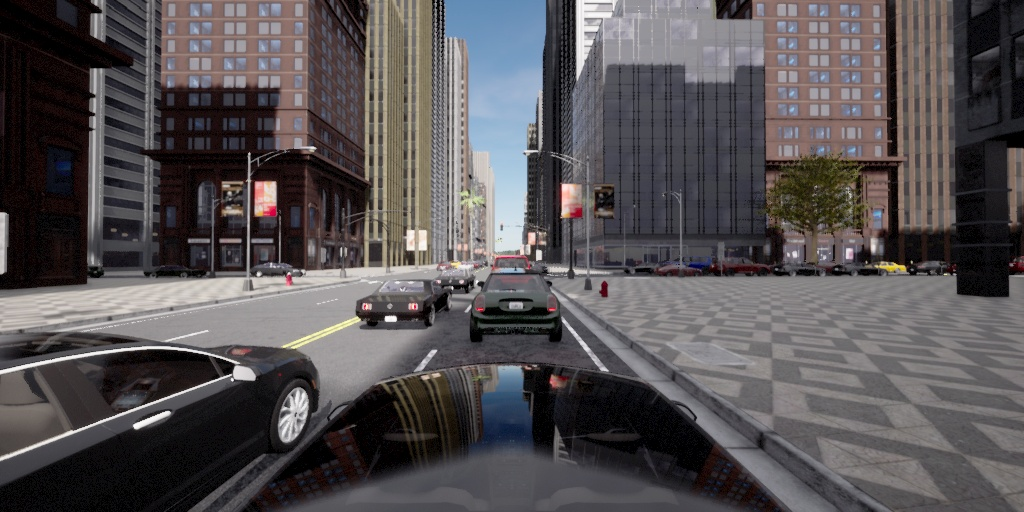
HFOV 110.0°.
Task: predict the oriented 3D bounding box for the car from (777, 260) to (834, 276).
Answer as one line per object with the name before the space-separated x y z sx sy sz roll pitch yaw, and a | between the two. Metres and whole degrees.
car | 26.530 1.268 33.155 4.313 1.339 1.948 0 0 -1

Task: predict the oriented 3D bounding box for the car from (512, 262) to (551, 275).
car | 2.203 1.448 41.362 4.181 1.385 1.994 -1 0 40

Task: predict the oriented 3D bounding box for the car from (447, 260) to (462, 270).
car | -9.937 1.505 62.296 1.882 1.535 5.008 0 0 0

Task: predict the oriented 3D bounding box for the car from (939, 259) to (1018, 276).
car | 43.442 1.206 33.452 4.507 1.381 1.888 0 0 -1

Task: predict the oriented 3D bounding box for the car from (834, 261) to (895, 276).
car | 32.167 1.252 33.254 4.313 1.339 1.948 0 0 -1

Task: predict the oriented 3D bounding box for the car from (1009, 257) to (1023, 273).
car | 49.081 0.965 33.550 5.009 1.841 2.192 0 0 -1

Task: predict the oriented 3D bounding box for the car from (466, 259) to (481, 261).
car | -6.693 1.620 61.068 1.895 1.301 4.718 0 0 0

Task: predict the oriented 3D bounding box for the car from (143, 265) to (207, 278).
car | -32.663 1.565 34.904 4.718 1.301 1.895 0 -1 0

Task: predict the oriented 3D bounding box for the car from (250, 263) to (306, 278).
car | -22.715 1.410 34.914 4.902 1.511 2.128 0 -1 0

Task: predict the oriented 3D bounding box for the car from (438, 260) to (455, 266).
car | -9.941 1.491 53.158 1.812 1.442 4.674 0 0 -3

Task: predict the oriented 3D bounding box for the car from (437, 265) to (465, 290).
car | -3.189 1.383 20.756 1.895 1.301 4.718 0 0 0

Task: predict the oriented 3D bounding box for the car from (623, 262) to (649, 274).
car | 15.108 1.403 41.482 4.313 1.339 1.948 0 0 -1

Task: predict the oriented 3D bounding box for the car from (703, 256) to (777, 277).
car | 20.893 1.033 33.057 5.009 1.841 2.192 0 0 -1

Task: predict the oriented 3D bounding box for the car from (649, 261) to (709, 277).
car | 15.255 1.320 32.958 4.207 1.307 1.802 0 0 -1

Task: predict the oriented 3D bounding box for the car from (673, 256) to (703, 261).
car | 18.775 1.016 38.804 5.566 2.045 2.150 0 -1 -2

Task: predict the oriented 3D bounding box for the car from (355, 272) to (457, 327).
car | -3.167 1.359 11.588 1.895 1.301 4.718 0 0 0

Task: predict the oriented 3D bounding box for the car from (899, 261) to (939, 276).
car | 42.523 1.219 36.067 4.674 1.442 1.812 0 -1 -1

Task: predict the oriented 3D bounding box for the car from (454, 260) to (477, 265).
car | -6.696 1.558 51.904 1.895 1.301 4.718 0 0 0

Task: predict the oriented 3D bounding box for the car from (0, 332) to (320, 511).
car | -3.152 1.255 2.235 1.837 1.490 4.892 0 0 0

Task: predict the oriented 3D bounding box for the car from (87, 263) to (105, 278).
car | -43.298 1.233 34.899 5.566 2.045 2.150 0 -1 0

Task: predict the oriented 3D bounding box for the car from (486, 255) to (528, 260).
car | -0.036 0.999 19.460 2.150 2.045 5.566 0 0 0

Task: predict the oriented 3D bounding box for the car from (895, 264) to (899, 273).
car | 43.130 1.286 41.972 4.829 1.417 1.751 0 0 -1

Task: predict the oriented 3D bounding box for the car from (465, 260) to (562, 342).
car | 0.081 1.107 9.940 2.097 1.767 4.553 0 0 0
